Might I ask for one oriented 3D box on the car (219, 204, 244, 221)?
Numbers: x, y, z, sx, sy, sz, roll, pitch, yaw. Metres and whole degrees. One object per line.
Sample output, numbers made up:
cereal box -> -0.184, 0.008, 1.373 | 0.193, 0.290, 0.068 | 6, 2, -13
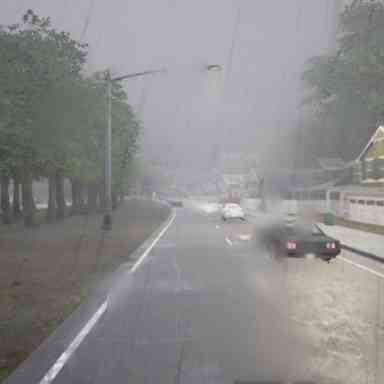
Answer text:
car -> 3.524, 1.776, 30.096 | 1.812, 1.442, 4.674 | 0, -1, -1

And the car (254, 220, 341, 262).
car -> 3.601, 1.680, 12.343 | 1.895, 1.301, 4.718 | 0, 0, 0

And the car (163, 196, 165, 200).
car -> -6.338, 2.168, 93.198 | 1.895, 1.301, 4.718 | 0, 0, -11

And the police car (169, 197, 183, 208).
police car -> -2.678, 1.914, 59.156 | 1.930, 1.638, 5.238 | 0, 0, -5

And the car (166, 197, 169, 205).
car -> -3.729, 2.049, 69.007 | 1.837, 1.490, 4.892 | 0, 0, -7
